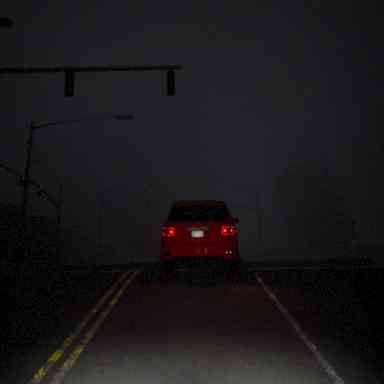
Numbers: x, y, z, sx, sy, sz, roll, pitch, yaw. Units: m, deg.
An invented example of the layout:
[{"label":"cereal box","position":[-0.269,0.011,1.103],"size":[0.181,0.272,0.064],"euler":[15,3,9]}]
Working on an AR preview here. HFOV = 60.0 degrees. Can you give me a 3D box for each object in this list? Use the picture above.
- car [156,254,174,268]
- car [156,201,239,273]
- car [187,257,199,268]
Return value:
[{"label":"car","position":[-3.466,8.899,42.791],"size":[1.882,1.535,5.008],"euler":[-1,-13,0]},{"label":"car","position":[0.397,1.459,11.195],"size":[2.150,2.045,5.566],"euler":[-2,-6,5]},{"label":"car","position":[0.224,13.681,64.423],"size":[2.150,2.045,5.566],"euler":[-1,-13,0]}]
